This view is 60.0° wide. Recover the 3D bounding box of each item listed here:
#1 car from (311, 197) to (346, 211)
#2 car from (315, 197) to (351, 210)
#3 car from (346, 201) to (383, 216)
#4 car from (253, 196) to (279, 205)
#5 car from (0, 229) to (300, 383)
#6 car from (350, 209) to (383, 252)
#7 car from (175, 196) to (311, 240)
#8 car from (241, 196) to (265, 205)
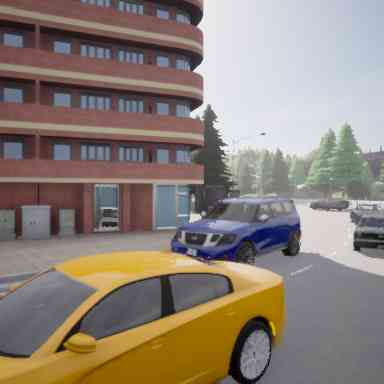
[{"bbox_3d":[16.589,1.547,40.839,2.033,1.411,5.357,0,0,-10],"label":"car"},{"bbox_3d":[19.003,1.478,45.038,1.882,1.535,5.008,0,0,-14],"label":"car"},{"bbox_3d":[12.311,1.564,23.096,1.994,1.385,4.181,0,0,16],"label":"car"},{"bbox_3d":[13.576,1.547,61.250,2.033,1.411,5.357,0,0,-20],"label":"car"},{"bbox_3d":[-0.947,1.477,3.661,5.008,1.535,1.882,0,0,-41],"label":"car"},{"bbox_3d":[7.670,1.601,13.428,1.895,1.301,4.718,0,0,30],"label":"car"},{"bbox_3d":[1.759,1.219,10.971,2.150,2.045,5.566,0,1,39],"label":"car"},{"bbox_3d":[10.765,1.505,58.969,1.837,1.490,4.892,0,0,-20],"label":"car"}]
